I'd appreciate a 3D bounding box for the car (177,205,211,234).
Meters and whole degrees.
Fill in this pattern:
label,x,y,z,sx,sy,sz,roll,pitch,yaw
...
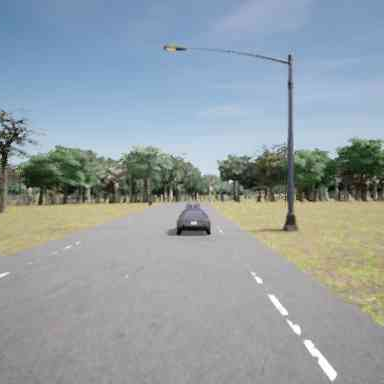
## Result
label,x,y,z,sx,sy,sz,roll,pitch,yaw
car,0.095,1.702,20.319,1.994,1.385,4.181,0,0,0

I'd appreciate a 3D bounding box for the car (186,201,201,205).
label,x,y,z,sx,sy,sz,roll,pitch,yaw
car,0.149,1.833,42.641,2.033,1.411,5.357,0,0,1
